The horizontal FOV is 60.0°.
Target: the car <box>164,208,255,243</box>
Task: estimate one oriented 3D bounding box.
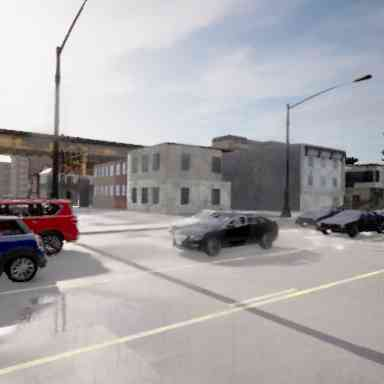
[{"bbox_3d":[1.019,1.663,17.598,4.674,1.442,1.812,0,0,-35],"label":"car"}]

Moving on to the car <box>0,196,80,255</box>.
[{"bbox_3d":[-6.934,1.274,11.956,5.566,2.045,2.150,1,-1,-36],"label":"car"}]

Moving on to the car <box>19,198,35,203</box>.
[{"bbox_3d":[-39.087,1.952,78.862,1.853,1.218,4.536,1,-1,-5],"label":"car"}]

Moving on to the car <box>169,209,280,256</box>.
[{"bbox_3d":[1.509,1.608,13.656,4.902,1.511,2.128,1,0,-36],"label":"car"}]

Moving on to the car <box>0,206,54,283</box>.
[{"bbox_3d":[-6.137,1.376,8.215,4.553,1.767,2.097,1,-1,-35],"label":"car"}]

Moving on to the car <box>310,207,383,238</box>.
[{"bbox_3d":[9.489,1.727,19.277,5.357,1.411,2.033,1,-1,-35],"label":"car"}]

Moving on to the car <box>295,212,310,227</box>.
[{"bbox_3d":[9.688,1.749,23.680,5.357,1.411,2.033,0,0,-36],"label":"car"}]

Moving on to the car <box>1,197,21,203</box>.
[{"bbox_3d":[-42.859,1.883,78.759,4.536,1.218,1.853,1,-1,25],"label":"car"}]

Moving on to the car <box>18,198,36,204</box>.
[{"bbox_3d":[-39.084,2.109,78.808,2.038,1.542,4.974,1,-1,-5],"label":"car"}]
